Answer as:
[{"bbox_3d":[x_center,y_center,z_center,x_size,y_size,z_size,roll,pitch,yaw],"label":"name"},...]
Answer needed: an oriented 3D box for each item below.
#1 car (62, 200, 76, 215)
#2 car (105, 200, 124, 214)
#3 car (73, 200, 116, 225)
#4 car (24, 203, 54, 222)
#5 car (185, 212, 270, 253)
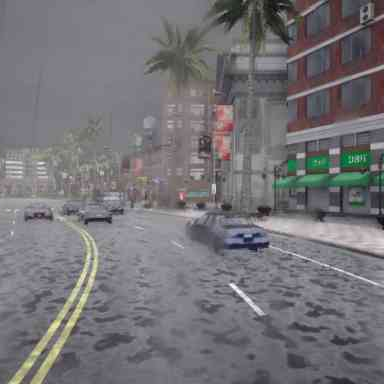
[{"bbox_3d":[-12.123,1.547,34.127,2.033,1.411,5.357,0,0,-27],"label":"car"},{"bbox_3d":[-8.545,1.547,34.837,2.033,1.411,5.357,0,0,-26],"label":"car"},{"bbox_3d":[-7.272,1.564,24.644,1.994,1.385,4.181,0,0,-27],"label":"car"},{"bbox_3d":[-12.138,1.564,26.246,1.994,1.385,4.181,0,0,-27],"label":"car"},{"bbox_3d":[1.215,1.548,13.781,2.033,1.411,5.357,0,0,-16],"label":"car"}]
